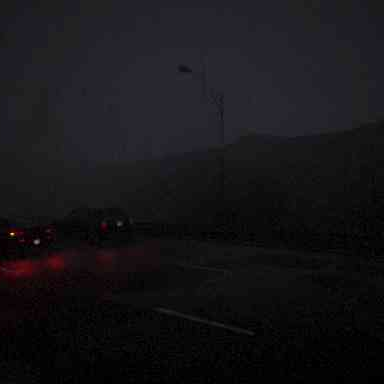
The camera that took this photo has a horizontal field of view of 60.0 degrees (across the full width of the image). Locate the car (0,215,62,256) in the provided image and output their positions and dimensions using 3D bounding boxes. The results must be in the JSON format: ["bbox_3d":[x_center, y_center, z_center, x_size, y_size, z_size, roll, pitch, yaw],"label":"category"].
[{"bbox_3d":[-7.607,1.656,13.658,4.674,1.442,1.812,0,0,36],"label":"car"}]

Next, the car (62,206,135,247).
[{"bbox_3d":[-4.944,1.475,16.050,4.553,1.767,2.097,-1,0,36],"label":"car"}]
